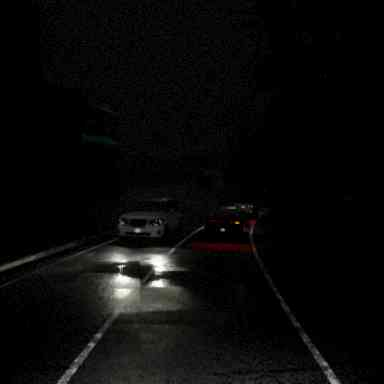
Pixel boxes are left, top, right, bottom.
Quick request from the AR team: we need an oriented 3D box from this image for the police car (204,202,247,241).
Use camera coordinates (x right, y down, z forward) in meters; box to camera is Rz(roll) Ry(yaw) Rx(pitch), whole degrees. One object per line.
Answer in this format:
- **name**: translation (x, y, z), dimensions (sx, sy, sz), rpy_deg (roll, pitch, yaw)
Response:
- **police car**: translation (1.836, 1.568, 18.053), dimensions (1.930, 1.638, 5.238), rpy_deg (1, 0, 9)

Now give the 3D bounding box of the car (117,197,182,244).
- **car**: translation (-1.904, 1.297, 16.818), dimensions (2.150, 2.045, 5.566), rpy_deg (1, 0, 9)

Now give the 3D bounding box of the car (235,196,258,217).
- **car**: translation (5.728, 1.492, 35.315), dimensions (2.150, 2.045, 5.566), rpy_deg (1, 1, 15)
